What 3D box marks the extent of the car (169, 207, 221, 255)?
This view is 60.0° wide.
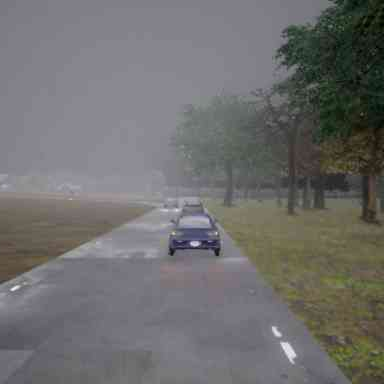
[{"bbox_3d":[0.094,1.524,13.188,1.812,1.442,4.674,0,0,0],"label":"car"}]

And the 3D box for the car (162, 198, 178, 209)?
[{"bbox_3d":[-2.786,1.487,44.879,1.812,1.442,4.674,0,0,0],"label":"car"}]

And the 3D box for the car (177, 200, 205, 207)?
[{"bbox_3d":[0.086,1.469,29.306,2.128,1.511,4.902,0,0,0],"label":"car"}]

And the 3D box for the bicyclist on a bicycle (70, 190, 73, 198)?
[{"bbox_3d":[-22.675,0.402,62.761,0.582,1.620,1.656,2,0,0],"label":"bicyclist on a bicycle"}]
